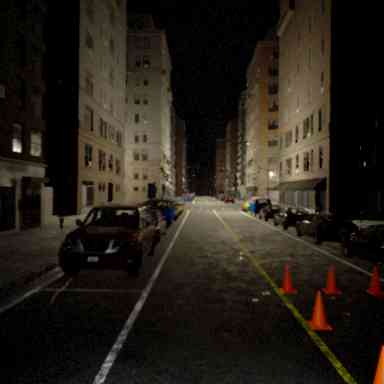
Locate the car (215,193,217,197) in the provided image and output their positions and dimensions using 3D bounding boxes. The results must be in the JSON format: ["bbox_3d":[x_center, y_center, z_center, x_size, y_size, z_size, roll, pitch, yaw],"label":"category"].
[{"bbox_3d":[7.869,1.611,88.154,2.008,1.369,4.403,1,0,1],"label":"car"}]

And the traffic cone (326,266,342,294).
[{"bbox_3d":[3.208,1.998,7.654,0.340,0.580,0.340,1,0,1],"label":"traffic cone"}]

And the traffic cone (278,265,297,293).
[{"bbox_3d":[2.208,1.986,7.675,0.340,0.580,0.340,1,0,1],"label":"traffic cone"}]

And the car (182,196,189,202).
[{"bbox_3d":[-1.709,1.537,38.793,2.008,1.369,4.403,1,0,1],"label":"car"}]

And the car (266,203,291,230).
[{"bbox_3d":[6.453,1.641,21.623,2.008,1.369,4.403,1,0,1],"label":"car"}]

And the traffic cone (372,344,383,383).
[{"bbox_3d":[2.123,1.983,3.675,0.340,0.580,0.340,1,0,1],"label":"traffic cone"}]

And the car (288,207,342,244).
[{"bbox_3d":[6.332,1.651,15.956,1.947,1.339,4.313,1,0,1],"label":"car"}]

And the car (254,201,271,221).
[{"bbox_3d":[6.573,1.674,27.292,1.802,1.307,4.206,1,0,1],"label":"car"}]

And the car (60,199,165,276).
[{"bbox_3d":[-2.309,1.293,10.458,2.192,1.841,5.009,1,0,1],"label":"car"}]

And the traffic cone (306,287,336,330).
[{"bbox_3d":[2.165,1.985,5.675,0.340,0.580,0.340,1,0,1],"label":"traffic cone"}]

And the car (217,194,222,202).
[{"bbox_3d":[7.633,1.389,76.986,2.192,1.841,5.009,1,0,1],"label":"car"}]

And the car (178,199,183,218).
[{"bbox_3d":[-1.953,1.514,27.289,1.752,1.417,4.829,1,0,1],"label":"car"}]

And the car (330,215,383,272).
[{"bbox_3d":[6.211,1.647,10.289,1.947,1.339,4.313,1,0,1],"label":"car"}]

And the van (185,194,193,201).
[{"bbox_3d":[-0.771,1.306,82.736,1.690,1.788,3.998,1,0,1],"label":"van"}]

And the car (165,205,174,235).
[{"bbox_3d":[-2.191,1.533,16.124,2.008,1.369,4.403,1,0,1],"label":"car"}]

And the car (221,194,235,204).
[{"bbox_3d":[7.394,1.522,65.818,1.967,1.590,4.097,1,0,1],"label":"car"}]

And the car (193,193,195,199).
[{"bbox_3d":[-0.890,1.285,77.152,2.192,1.841,5.009,1,0,1],"label":"car"}]

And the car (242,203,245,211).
[{"bbox_3d":[6.818,1.615,38.799,1.752,1.417,4.829,1,0,1],"label":"car"}]

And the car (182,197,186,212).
[{"bbox_3d":[-1.833,1.513,32.957,1.752,1.417,4.829,1,0,1],"label":"car"}]

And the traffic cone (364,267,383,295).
[{"bbox_3d":[4.207,2.011,7.632,0.340,0.580,0.340,1,0,1],"label":"traffic cone"}]

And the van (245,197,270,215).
[{"bbox_3d":[6.696,1.433,32.961,1.690,1.788,3.998,1,0,1],"label":"van"}]

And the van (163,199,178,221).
[{"bbox_3d":[-2.069,1.327,21.791,1.690,1.788,3.998,1,0,1],"label":"van"}]

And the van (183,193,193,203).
[{"bbox_3d":[-1.128,1.319,65.982,1.690,1.788,3.998,1,0,1],"label":"van"}]
